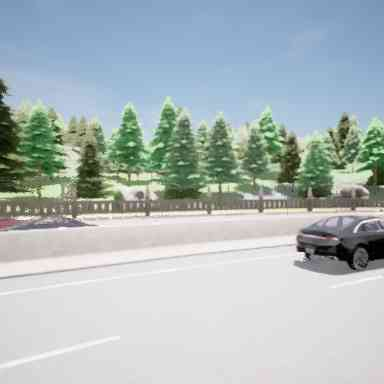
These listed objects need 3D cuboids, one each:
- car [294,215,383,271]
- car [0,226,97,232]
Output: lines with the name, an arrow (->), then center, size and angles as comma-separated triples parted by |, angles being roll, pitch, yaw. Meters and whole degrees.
car -> 5.591, 1.518, 10.892 | 4.902, 1.511, 2.128 | 0, 0, -28
car -> -5.640, 1.573, 12.590 | 4.181, 1.385, 1.994 | 0, 0, -33
